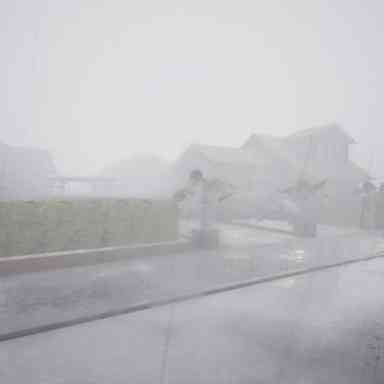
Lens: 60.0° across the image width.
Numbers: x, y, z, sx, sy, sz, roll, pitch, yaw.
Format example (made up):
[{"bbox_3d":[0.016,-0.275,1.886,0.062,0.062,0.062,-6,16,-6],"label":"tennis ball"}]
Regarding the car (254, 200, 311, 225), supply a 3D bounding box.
[{"bbox_3d":[5.903,1.252,21.679,1.845,1.501,3.633,0,0,-38],"label":"car"}]
